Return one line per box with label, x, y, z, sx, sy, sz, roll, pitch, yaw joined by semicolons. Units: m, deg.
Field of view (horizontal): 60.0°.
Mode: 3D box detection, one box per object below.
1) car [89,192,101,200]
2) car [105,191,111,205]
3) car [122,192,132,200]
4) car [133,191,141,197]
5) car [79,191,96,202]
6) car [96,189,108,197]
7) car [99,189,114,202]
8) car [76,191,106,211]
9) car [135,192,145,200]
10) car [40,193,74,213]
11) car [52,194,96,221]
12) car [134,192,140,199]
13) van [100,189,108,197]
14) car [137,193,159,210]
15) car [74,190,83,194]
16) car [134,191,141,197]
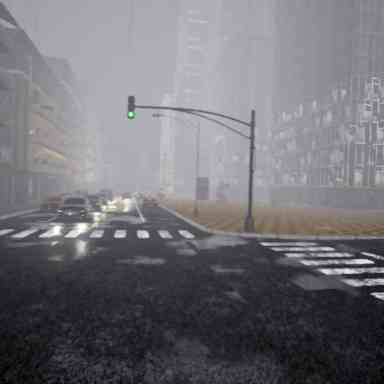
car;-18.024;0.682;61.798;1.802;1.307;4.206;1;0;-11
car;-11.639;0.914;42.150;1.812;1.442;4.674;2;0;-10
car;-12.422;0.726;63.401;1.882;1.535;5.008;2;0;-11
car;-15.100;0.566;91.160;1.887;1.381;4.507;1;0;-11
car;-15.916;0.661;50.696;1.967;1.590;4.097;1;0;-11
car;-21.178;0.234;78.444;2.192;1.841;5.009;1;0;-11
car;-13.549;0.498;52.529;2.150;2.045;5.566;2;0;-10
car;-9.802;0.974;32.439;1.882;1.535;5.008;2;0;-11
car;-10.889;0.805;68.961;1.887;1.381;4.507;1;0;-11
car;-11.707;1.010;28.499;1.887;1.381;4.507;1;1;-11
car;-8.027;1.106;23.060;1.837;1.490;4.892;2;0;-11
car;-8.784;0.932;57.861;2.008;1.369;4.403;1;0;-11
van;-22.231;0.201;83.993;1.690;1.788;3.998;1;0;-11
car;-4.573;1.169;35.662;1.887;1.381;4.507;1;1;-11
car;-12.758;0.844;34.048;1.967;1.590;4.097;1;0;-11
car;-14.079;0.604;85.777;1.752;1.417;4.829;1;0;-11
